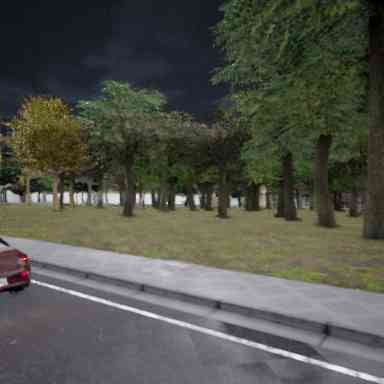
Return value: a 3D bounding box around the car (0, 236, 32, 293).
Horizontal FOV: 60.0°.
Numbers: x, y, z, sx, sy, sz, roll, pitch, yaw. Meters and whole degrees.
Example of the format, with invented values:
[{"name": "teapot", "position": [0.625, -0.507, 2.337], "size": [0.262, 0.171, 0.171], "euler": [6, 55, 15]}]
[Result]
[{"name": "car", "position": [-5.483, 1.543, 7.595], "size": [4.674, 1.442, 1.812], "euler": [0, 0, 36]}]
